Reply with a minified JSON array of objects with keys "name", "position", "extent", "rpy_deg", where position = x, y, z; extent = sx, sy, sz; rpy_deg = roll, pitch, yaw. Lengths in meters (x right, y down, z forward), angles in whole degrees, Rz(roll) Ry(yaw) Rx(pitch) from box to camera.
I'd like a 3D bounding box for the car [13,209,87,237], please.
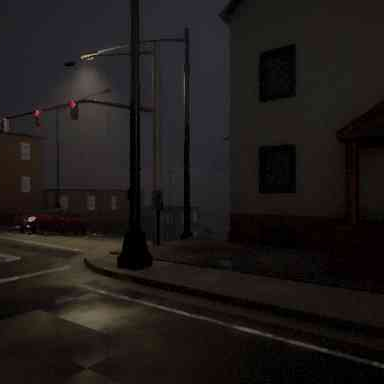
[{"name":"car","position":[-9.401,1.932,22.401],"extent":[2.097,1.767,4.553],"rpy_deg":[0,-9,36]}]
